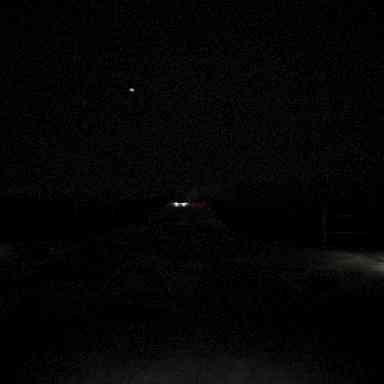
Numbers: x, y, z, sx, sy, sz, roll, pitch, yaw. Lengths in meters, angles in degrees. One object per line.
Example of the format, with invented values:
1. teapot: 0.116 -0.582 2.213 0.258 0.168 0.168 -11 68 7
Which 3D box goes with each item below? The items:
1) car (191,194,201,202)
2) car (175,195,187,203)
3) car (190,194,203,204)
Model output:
1. car: 0.833 1.181 64.384 1.812 1.442 4.674 0 0 1
2. car: -1.981 1.235 59.413 1.994 1.385 4.181 0 0 1
3. car: 0.704 1.196 54.346 2.128 1.511 4.902 0 0 1
